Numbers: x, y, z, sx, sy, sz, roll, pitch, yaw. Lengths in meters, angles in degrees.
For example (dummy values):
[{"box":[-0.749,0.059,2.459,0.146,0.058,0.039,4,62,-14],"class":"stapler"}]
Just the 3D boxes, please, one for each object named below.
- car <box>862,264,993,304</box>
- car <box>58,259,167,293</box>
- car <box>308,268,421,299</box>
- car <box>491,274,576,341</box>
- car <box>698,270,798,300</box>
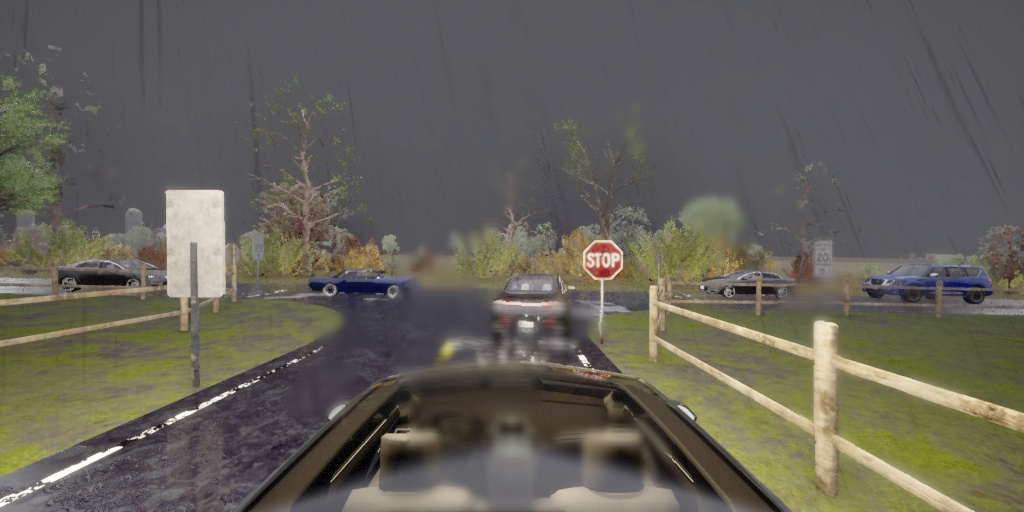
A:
[{"box":[22.907,1.467,19.873,5.566,2.045,2.150,1,1,0],"class":"car"},{"box":[-18.483,0.886,16.990,4.902,1.511,2.128,1,1,0],"class":"car"},{"box":[-6.815,1.249,16.969,4.718,1.301,1.895,1,1,0],"class":"car"},{"box":[0.710,1.240,9.934,2.128,1.511,4.902,0,0,9],"class":"car"},{"box":[13.012,1.526,19.888,4.902,1.511,2.128,1,1,0],"class":"car"}]
